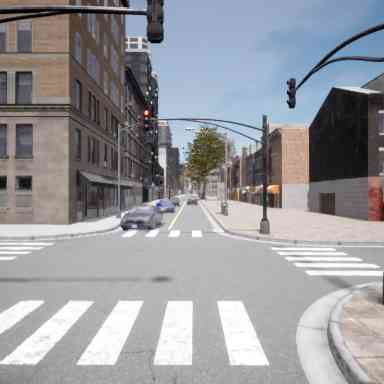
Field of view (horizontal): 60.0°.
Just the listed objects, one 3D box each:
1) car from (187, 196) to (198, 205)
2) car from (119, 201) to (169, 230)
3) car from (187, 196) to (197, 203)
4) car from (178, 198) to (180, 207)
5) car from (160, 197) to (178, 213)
[{"bbox_3d":[0.080,1.529,59.004,2.033,1.411,5.357,0,0,1],"label":"car"},{"bbox_3d":[-3.019,1.539,21.182,2.033,1.411,5.357,0,0,4],"label":"car"},{"bbox_3d":[0.082,1.547,69.286,1.994,1.385,4.181,0,0,0],"label":"car"},{"bbox_3d":[-2.834,1.486,51.134,1.837,1.490,4.892,0,0,0],"label":"car"},{"bbox_3d":[-2.850,1.509,36.037,1.812,1.442,4.674,0,0,0],"label":"car"}]
